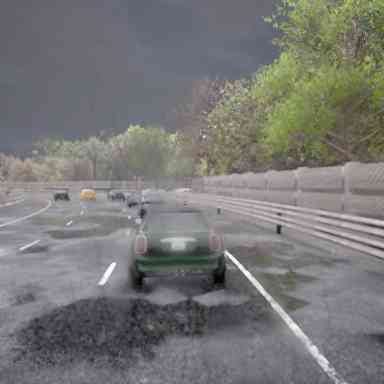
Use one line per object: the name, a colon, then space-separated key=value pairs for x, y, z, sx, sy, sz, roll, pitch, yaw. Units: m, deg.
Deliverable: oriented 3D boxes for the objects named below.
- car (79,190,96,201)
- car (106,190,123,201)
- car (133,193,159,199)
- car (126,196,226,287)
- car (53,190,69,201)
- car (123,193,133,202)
car: x=-15.366 y=0.437 z=48.687 sx=1.882 sy=1.535 sz=5.008 roll=-1 pitch=1 yaw=-26
car: x=-11.062 y=0.473 z=47.900 sx=1.837 sy=1.490 sz=4.892 roll=0 pitch=1 yaw=-25
car: x=-2.870 y=0.974 z=23.754 sx=2.128 sy=1.511 sz=4.902 roll=0 pitch=1 yaw=-12
car: x=-0.492 y=1.130 z=9.063 sx=2.097 sy=1.767 sz=4.553 roll=-1 pitch=0 yaw=-6
car: x=-19.010 y=0.455 z=48.174 sx=1.882 sy=1.535 sz=5.008 roll=-1 pitch=1 yaw=-27
car: x=-5.832 y=0.809 z=34.837 sx=1.994 sy=1.385 sz=4.181 roll=0 pitch=1 yaw=-15
